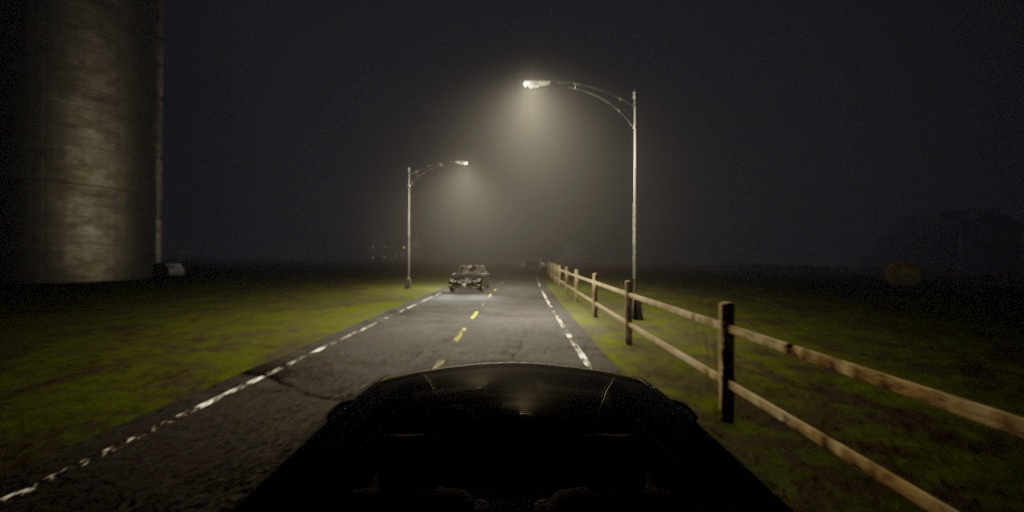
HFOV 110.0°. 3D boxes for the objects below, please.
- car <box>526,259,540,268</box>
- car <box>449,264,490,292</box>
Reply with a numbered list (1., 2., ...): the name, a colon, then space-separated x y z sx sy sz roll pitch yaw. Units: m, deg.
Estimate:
1. car: 3.436 1.267 62.023 1.882 1.535 5.008 0 0 7
2. car: -2.395 1.255 21.097 1.837 1.490 4.892 0 0 2
